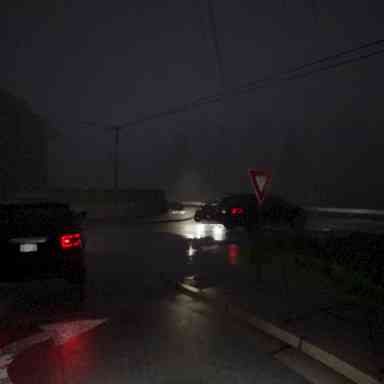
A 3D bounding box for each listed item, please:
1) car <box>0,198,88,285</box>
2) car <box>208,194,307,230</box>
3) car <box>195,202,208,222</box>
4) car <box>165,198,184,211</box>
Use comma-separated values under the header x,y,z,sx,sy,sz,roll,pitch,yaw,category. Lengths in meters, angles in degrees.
x,y,z,sx,sy,sz,roll,pitch,yaw,category
-4.096,1.161,9.093,2.150,2.045,5.566,0,1,-19,car
3.945,1.104,18.622,5.566,2.045,2.150,0,0,-31,car
1.630,1.411,23.860,1.994,1.385,4.181,0,0,16,car
-2.722,1.332,35.566,1.994,1.385,4.181,0,0,-40,car
